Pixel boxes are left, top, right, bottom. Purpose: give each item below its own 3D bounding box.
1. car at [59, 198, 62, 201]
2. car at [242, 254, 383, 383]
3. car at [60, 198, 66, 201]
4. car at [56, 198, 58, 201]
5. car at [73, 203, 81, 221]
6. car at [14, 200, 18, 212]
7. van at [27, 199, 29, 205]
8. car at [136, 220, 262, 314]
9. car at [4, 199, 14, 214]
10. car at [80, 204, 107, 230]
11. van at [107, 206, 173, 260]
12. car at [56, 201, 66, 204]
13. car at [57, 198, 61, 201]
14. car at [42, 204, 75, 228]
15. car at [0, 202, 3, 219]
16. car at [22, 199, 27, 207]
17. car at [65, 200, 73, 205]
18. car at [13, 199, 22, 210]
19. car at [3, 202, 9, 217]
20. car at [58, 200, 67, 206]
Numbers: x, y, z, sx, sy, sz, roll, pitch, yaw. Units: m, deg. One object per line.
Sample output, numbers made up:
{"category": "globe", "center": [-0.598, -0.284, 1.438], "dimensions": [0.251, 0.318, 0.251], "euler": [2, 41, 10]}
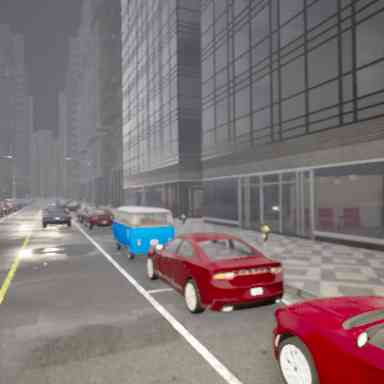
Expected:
{"category": "car", "center": [-24.286, 2.353, 64.312], "dimensions": [1.947, 1.339, 4.313], "euler": [0, -1, -23]}
{"category": "car", "center": [2.459, 1.538, 2.641], "dimensions": [1.887, 1.381, 4.507], "euler": [0, -1, -23]}
{"category": "car", "center": [-22.057, 2.286, 59.174], "dimensions": [1.947, 1.339, 4.313], "euler": [0, -1, -23]}
{"category": "car", "center": [-28.744, 2.364, 74.592], "dimensions": [1.967, 1.590, 4.097], "euler": [0, -1, -23]}
{"category": "car", "center": [-8.686, 1.762, 28.339], "dimensions": [1.967, 1.590, 4.097], "euler": [0, -1, -23]}
{"category": "car", "center": [-25.416, 2.217, 45.491], "dimensions": [1.947, 1.339, 4.313], "euler": [0, -1, -23]}
{"category": "van", "center": [-36.560, 2.330, 71.188], "dimensions": [1.690, 1.788, 3.998], "euler": [0, -1, -23]}
{"category": "car", "center": [0.230, 1.603, 7.780], "dimensions": [1.887, 1.381, 4.507], "euler": [0, -1, -23]}
{"category": "car", "center": [-23.188, 2.025, 40.354], "dimensions": [1.967, 1.590, 4.097], "euler": [0, -1, -23]}
{"category": "car", "center": [-6.456, 1.801, 23.199], "dimensions": [1.887, 1.381, 4.507], "euler": [0, -1, -23]}
{"category": "van", "center": [-2.000, 1.466, 12.921], "dimensions": [1.690, 1.788, 3.998], "euler": [0, -1, -23]}
{"category": "car", "center": [-15.989, 2.051, 38.440], "dimensions": [1.994, 1.385, 4.181], "euler": [0, 0, -23]}
{"category": "car", "center": [-26.514, 2.406, 69.451], "dimensions": [2.008, 1.369, 4.403], "euler": [0, -1, -23]}
{"category": "car", "center": [-10.412, 1.884, 25.594], "dimensions": [1.994, 1.385, 4.181], "euler": [0, -1, -23]}
{"category": "car", "center": [-18.731, 1.893, 30.076], "dimensions": [1.967, 1.590, 4.097], "euler": [0, -1, -23]}
{"category": "car", "center": [-32.103, 2.167, 60.911], "dimensions": [2.192, 1.841, 5.009], "euler": [0, -1, -23]}
{"category": "car", "center": [-15.371, 2.065, 43.755], "dimensions": [1.887, 1.381, 4.507], "euler": [0, -1, -23]}
{"category": "car", "center": [-27.646, 2.033, 50.633], "dimensions": [2.192, 1.841, 5.009], "euler": [0, -1, -23]}
{"category": "car", "center": [-20.959, 2.085, 35.214], "dimensions": [1.947, 1.339, 4.313], "euler": [0, -1, -23]}
{"category": "car", "center": [-30.971, 2.575, 79.730], "dimensions": [1.802, 1.307, 4.206], "euler": [0, -1, -23]}
